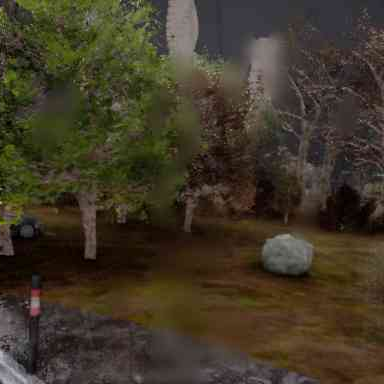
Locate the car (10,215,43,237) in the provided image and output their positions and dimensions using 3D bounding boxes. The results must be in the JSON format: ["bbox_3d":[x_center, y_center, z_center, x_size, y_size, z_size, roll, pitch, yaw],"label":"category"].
[{"bbox_3d":[-8.861,1.281,14.020,2.231,1.521,4.892,1,0,40],"label":"car"}]
